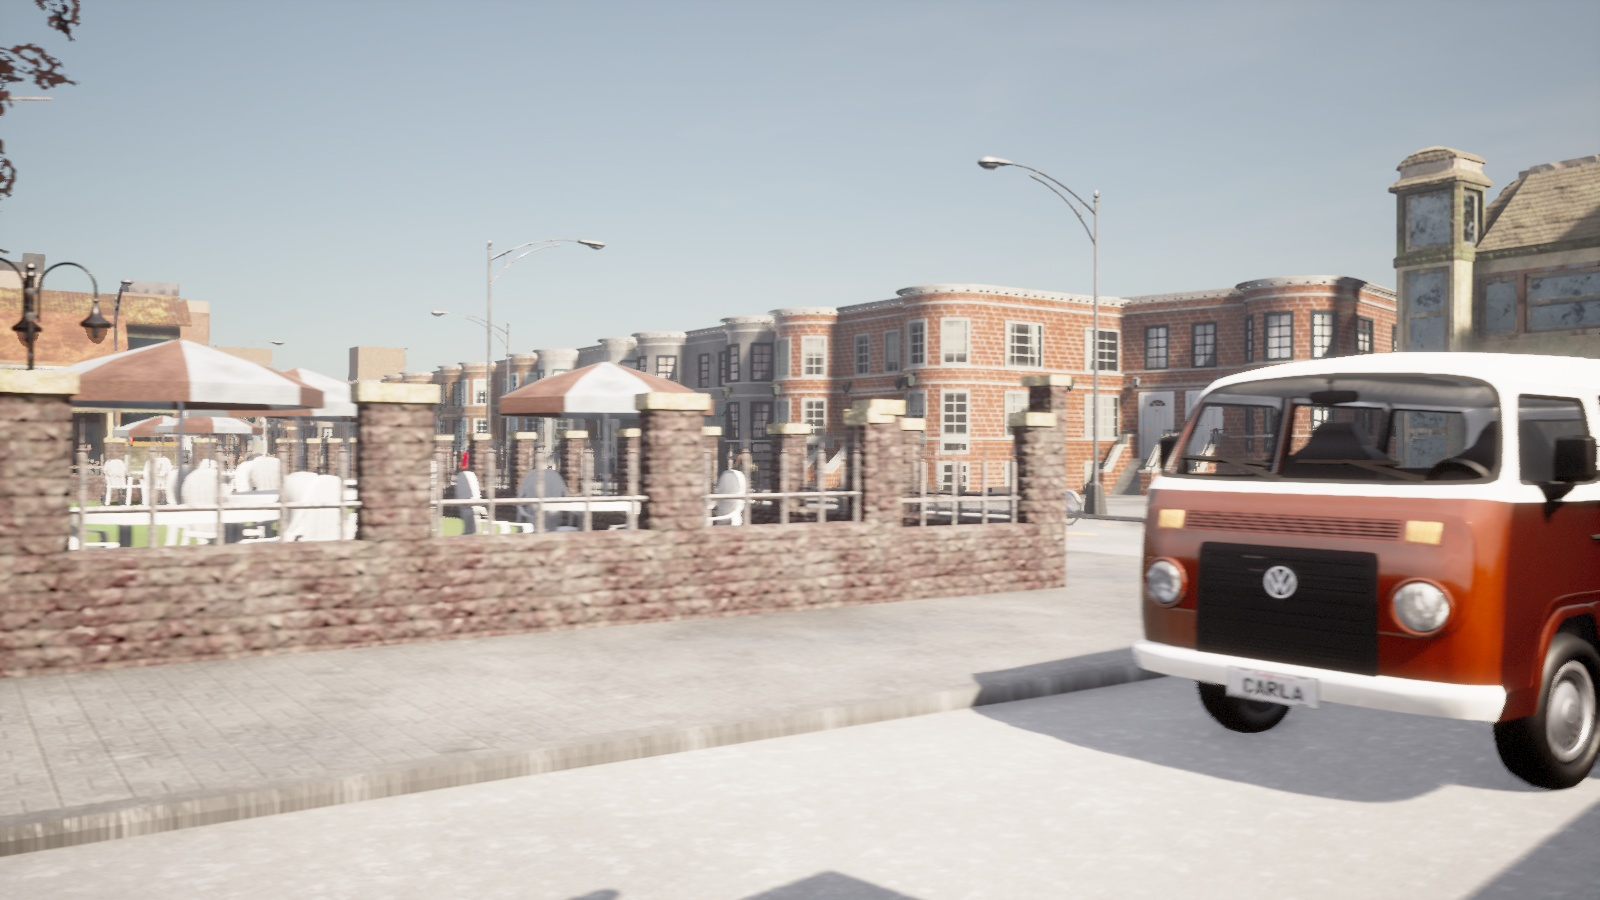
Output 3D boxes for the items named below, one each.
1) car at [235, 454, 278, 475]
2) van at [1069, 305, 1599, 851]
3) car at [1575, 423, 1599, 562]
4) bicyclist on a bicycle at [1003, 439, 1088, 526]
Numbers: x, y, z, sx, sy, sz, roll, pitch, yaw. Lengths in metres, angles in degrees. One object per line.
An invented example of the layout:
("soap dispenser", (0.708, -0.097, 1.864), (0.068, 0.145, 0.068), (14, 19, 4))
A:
("car", (-39.289, 1.028, 90.734), (1.882, 1.535, 5.008), (0, 0, -35))
("van", (3.724, 0.477, 6.923), (4.480, 2.038, 2.069), (0, 0, -40))
("car", (11.782, 0.575, 15.038), (1.932, 1.855, 4.605), (0, 0, -4))
("bicyclist on a bicycle", (5.188, 0.670, 26.611), (0.659, 1.776, 1.843), (0, 0, -34))
